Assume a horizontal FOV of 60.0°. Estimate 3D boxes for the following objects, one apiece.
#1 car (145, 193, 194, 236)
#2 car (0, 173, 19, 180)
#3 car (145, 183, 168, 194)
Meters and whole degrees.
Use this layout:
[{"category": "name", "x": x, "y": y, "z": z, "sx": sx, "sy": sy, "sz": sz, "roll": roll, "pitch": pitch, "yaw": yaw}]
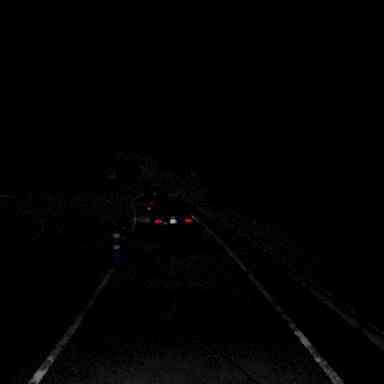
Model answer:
[{"category": "car", "x": -1.057, "y": 1.072, "z": 15.464, "sx": 2.033, "sy": 1.411, "sz": 5.357, "roll": -1, "pitch": 3, "yaw": -7}, {"category": "car", "x": -36.529, "y": -2.910, "z": 64.515, "sx": 2.033, "sy": 1.411, "sz": 5.357, "roll": 3, "pitch": 5, "yaw": 30}, {"category": "car", "x": -3.373, "y": -0.178, "z": 31.850, "sx": 1.882, "sy": 1.535, "sz": 5.008, "roll": 0, "pitch": 5, "yaw": -2}]
